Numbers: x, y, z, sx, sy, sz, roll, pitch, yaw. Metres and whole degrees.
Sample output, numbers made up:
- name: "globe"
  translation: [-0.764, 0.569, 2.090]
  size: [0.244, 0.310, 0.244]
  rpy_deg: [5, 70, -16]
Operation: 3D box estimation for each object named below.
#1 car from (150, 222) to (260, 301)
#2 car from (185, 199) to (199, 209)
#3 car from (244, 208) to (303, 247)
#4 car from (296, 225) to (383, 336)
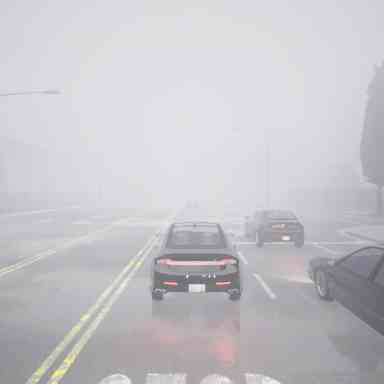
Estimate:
- name: "car"
  translation: [0.081, 1.491, 8.334]
  size: [2.128, 1.511, 4.902]
  rpy_deg: [0, 0, 0]
- name: "car"
  translation: [0.001, 1.601, 44.150]
  size: [1.895, 1.301, 4.718]
  rpy_deg: [0, 0, 0]
- name: "car"
  translation: [3.565, 1.505, 15.035]
  size: [1.837, 1.490, 4.892]
  rpy_deg: [0, 0, 0]
- name: "car"
  translation: [3.588, 1.547, 5.288]
  size: [2.033, 1.411, 5.357]
  rpy_deg: [0, 0, 0]
